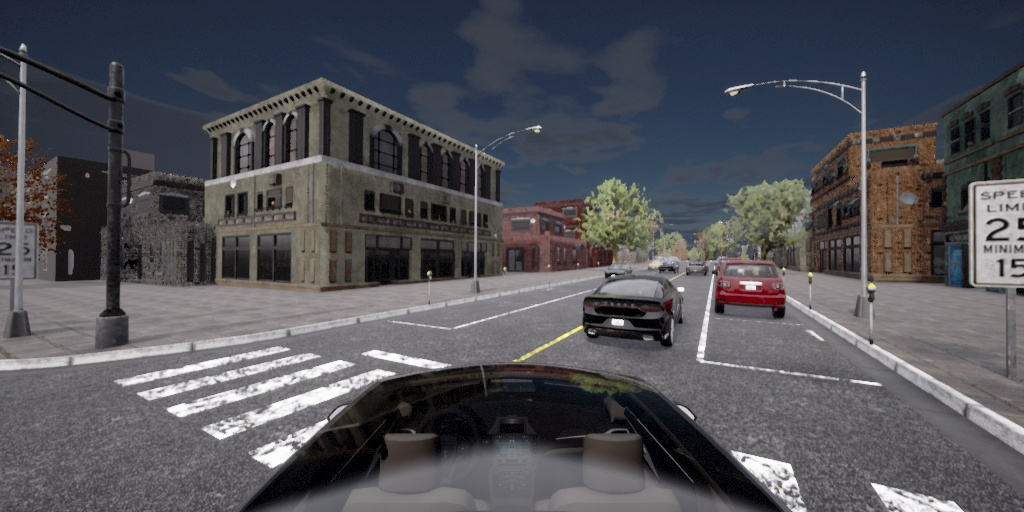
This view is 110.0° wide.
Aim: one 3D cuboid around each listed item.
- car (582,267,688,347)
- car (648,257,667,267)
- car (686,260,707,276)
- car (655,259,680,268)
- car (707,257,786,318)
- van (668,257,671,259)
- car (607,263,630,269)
[{"bbox_3d":[3.419,1.226,9.585,1.882,1.535,5.008,0,0,30],"label":"car"},{"bbox_3d":[20.422,1.261,50.893,1.751,1.417,4.829,0,0,30],"label":"car"},{"bbox_3d":[19.040,1.234,36.877,2.128,1.511,4.902,0,0,30],"label":"car"},{"bbox_3d":[18.234,1.341,41.627,1.895,1.301,4.718,0,0,30],"label":"car"},{"bbox_3d":[8.572,1.063,13.192,2.192,1.841,5.009,0,0,30],"label":"car"},{"bbox_3d":[23.251,1.073,55.855,1.690,1.789,3.998,0,0,30],"label":"van"},{"bbox_3d":[9.523,1.309,31.779,1.948,1.339,4.313,0,0,30],"label":"car"}]
